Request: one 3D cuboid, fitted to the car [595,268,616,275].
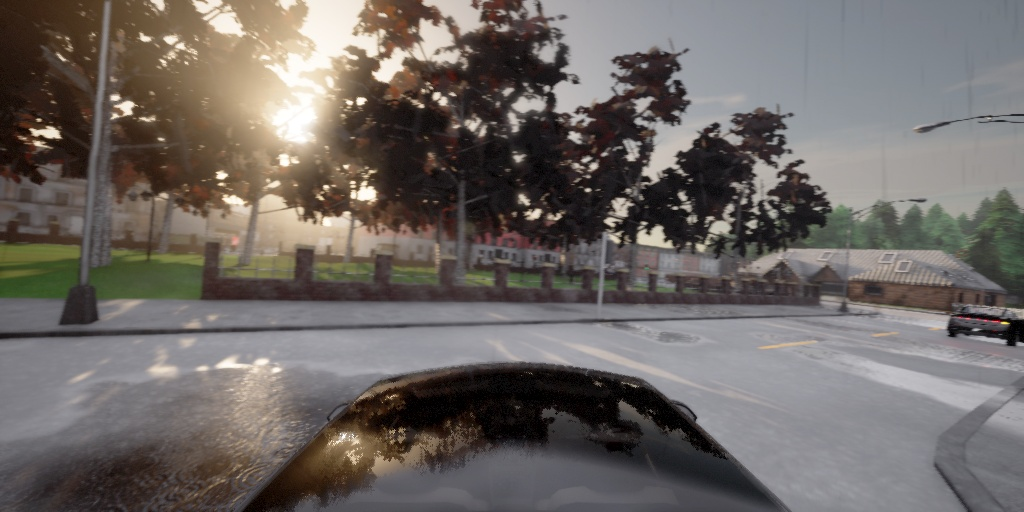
[{"bbox_3d":[16.304,2.882,61.182,2.097,1.767,4.553,5,-1,-30],"label":"car"}]

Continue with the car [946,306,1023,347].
[{"bbox_3d":[21.727,3.090,16.354,4.902,1.511,2.128,5,-1,-30],"label":"car"}]
